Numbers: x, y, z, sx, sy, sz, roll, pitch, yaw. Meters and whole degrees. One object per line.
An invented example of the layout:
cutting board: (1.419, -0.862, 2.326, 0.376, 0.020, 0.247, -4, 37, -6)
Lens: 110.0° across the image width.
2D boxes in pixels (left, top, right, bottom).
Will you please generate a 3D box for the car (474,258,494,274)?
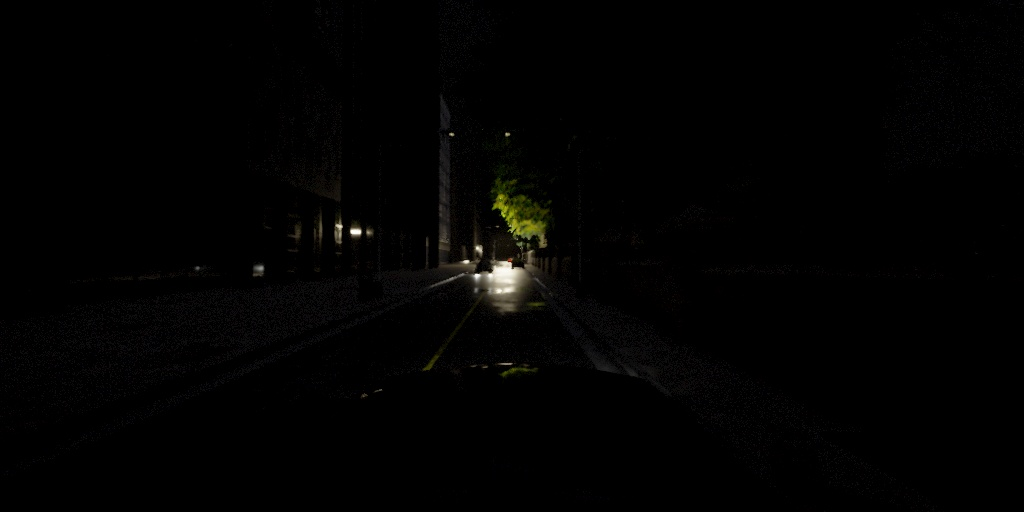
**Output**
car: (-3.082, 1.262, 40.572, 1.812, 1.442, 4.674, 0, 0, 0)

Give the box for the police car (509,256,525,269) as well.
police car: (0.903, 1.142, 53.734, 1.930, 1.638, 5.238, 0, 0, 0)
